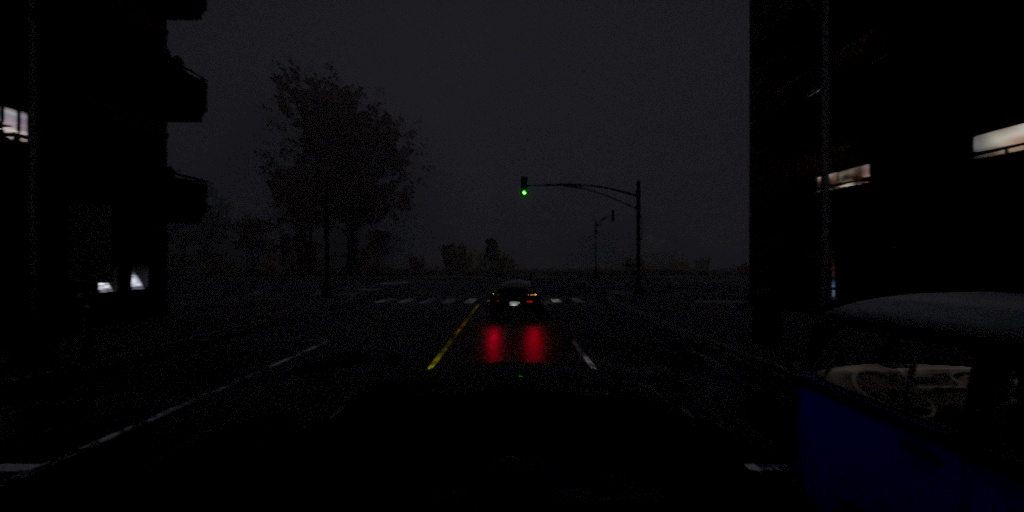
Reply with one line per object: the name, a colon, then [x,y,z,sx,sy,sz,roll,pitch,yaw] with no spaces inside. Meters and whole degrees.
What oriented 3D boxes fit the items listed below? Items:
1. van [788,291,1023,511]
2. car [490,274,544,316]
van: [2.689,1.079,0.772,1.690,1.789,3.998,0,0,0]
car: [0.266,1.430,14.084,1.812,1.442,4.674,0,-1,5]
